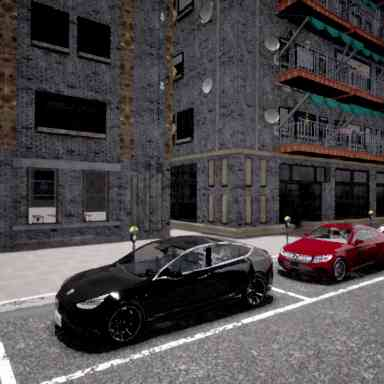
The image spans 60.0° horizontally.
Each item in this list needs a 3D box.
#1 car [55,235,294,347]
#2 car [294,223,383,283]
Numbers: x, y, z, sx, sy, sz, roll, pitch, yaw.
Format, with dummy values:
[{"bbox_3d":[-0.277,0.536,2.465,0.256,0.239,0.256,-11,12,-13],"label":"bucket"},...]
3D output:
[{"bbox_3d":[-0.280,1.566,6.368,4.313,1.339,1.947,0,0,-36],"label":"car"},{"bbox_3d":[4.316,1.585,9.675,4.206,1.307,1.802,0,0,-36],"label":"car"}]
